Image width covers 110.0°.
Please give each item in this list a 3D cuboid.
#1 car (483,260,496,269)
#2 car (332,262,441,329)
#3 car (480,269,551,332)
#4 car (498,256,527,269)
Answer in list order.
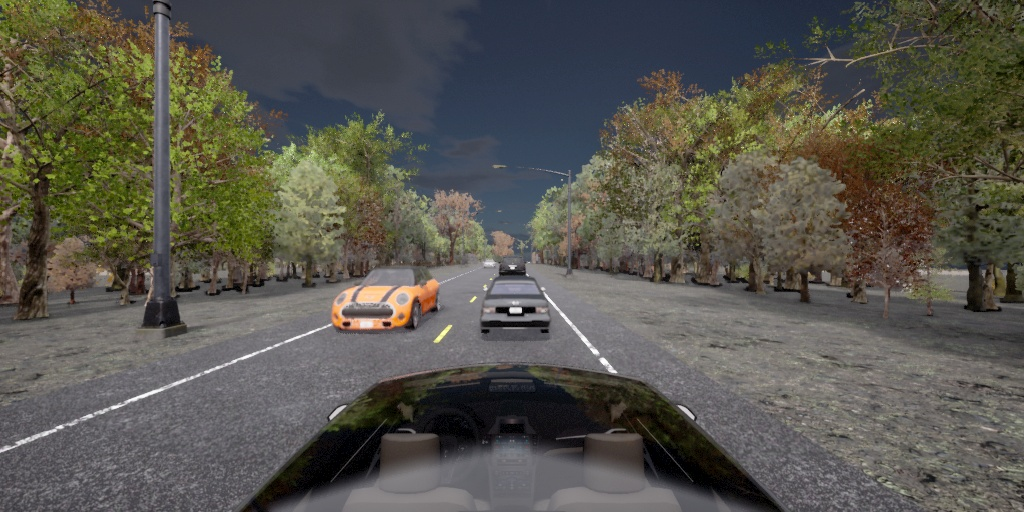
[{"bbox_3d":[-3.683,1.308,59.533,1.812,1.442,4.674,0,0,0],"label":"car"},{"bbox_3d":[-3.622,1.107,11.144,2.097,1.767,4.553,0,0,0],"label":"car"},{"bbox_3d":[0.078,1.303,10.820,2.033,1.411,5.357,0,0,0],"label":"car"},{"bbox_3d":[0.034,0.989,29.545,2.150,2.045,5.566,0,0,0],"label":"car"}]
